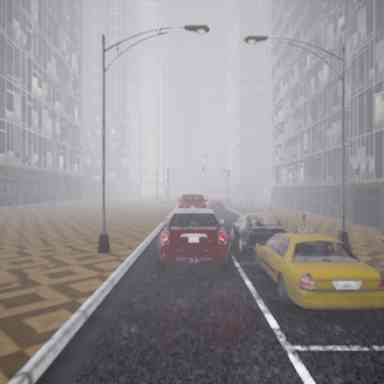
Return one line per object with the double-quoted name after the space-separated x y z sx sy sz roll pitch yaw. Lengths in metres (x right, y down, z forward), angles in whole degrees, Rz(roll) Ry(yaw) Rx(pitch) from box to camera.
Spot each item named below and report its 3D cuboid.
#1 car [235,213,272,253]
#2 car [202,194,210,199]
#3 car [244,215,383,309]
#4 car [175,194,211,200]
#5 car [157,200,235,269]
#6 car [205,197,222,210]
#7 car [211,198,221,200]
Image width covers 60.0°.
2.563 1.503 13.185 2.008 1.369 4.403 0 0 0 "car"
3.856 1.227 92.045 1.947 1.339 4.313 0 0 0 "car"
2.564 1.497 7.804 1.752 1.417 4.829 0 0 0 "car"
0.061 1.128 25.950 2.150 2.045 5.566 0 1 0 "car"
0.064 1.312 11.195 2.097 1.767 4.553 0 0 0 "car"
2.559 1.372 41.112 1.752 1.417 4.829 0 0 0 "car"
2.560 1.413 35.390 1.887 1.381 4.507 0 0 0 "car"
